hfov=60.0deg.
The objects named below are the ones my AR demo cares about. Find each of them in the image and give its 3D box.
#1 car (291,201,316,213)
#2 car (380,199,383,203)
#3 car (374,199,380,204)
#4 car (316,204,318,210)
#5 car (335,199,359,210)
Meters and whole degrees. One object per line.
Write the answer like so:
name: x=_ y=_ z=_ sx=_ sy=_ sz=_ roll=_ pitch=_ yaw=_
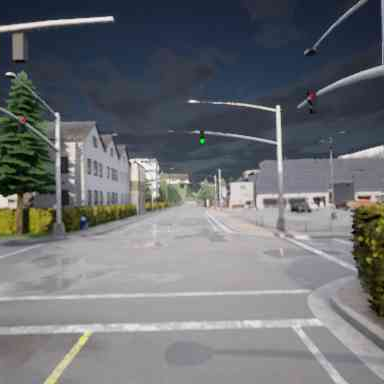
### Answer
car: x=15.512 y=2.253 z=47.574 sx=2.007 sy=1.523 sz=4.514 roll=-1 pitch=-1 yaw=0
car: x=19.163 y=1.482 z=29.709 sx=1.905 sy=1.878 sz=3.866 roll=-1 pitch=-1 yaw=0
car: x=22.448 y=1.620 z=37.577 sx=1.932 sy=1.855 sz=4.605 roll=-1 pitch=-1 yaw=0
car: x=19.171 y=2.275 z=54.625 sx=1.970 sy=1.475 sz=3.806 roll=-1 pitch=-1 yaw=0
car: x=25.584 y=2.042 z=54.956 sx=2.152 sy=1.636 sz=5.027 roll=-1 pitch=-1 yaw=0
